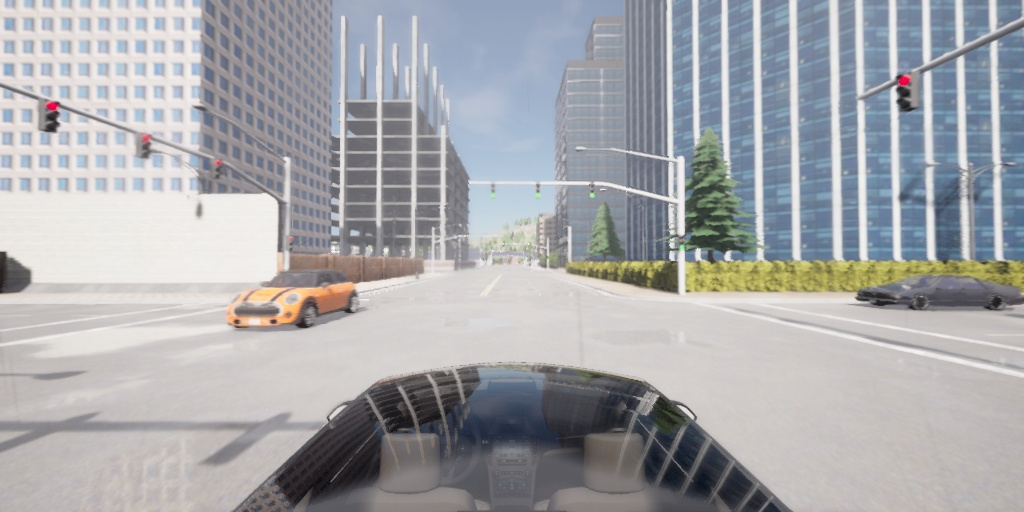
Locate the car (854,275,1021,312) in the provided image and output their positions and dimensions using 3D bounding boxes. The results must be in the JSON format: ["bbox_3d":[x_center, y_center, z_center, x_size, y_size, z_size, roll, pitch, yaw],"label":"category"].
[{"bbox_3d":[17.606,1.491,14.878,5.357,1.411,2.033,0,-1,0],"label":"car"}]

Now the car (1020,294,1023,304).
[{"bbox_3d":[19.927,1.481,11.373,4.718,1.301,1.895,0,-1,0],"label":"car"}]

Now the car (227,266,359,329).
[{"bbox_3d":[-7.005,1.245,12.023,2.097,1.767,4.553,0,-1,0],"label":"car"}]
